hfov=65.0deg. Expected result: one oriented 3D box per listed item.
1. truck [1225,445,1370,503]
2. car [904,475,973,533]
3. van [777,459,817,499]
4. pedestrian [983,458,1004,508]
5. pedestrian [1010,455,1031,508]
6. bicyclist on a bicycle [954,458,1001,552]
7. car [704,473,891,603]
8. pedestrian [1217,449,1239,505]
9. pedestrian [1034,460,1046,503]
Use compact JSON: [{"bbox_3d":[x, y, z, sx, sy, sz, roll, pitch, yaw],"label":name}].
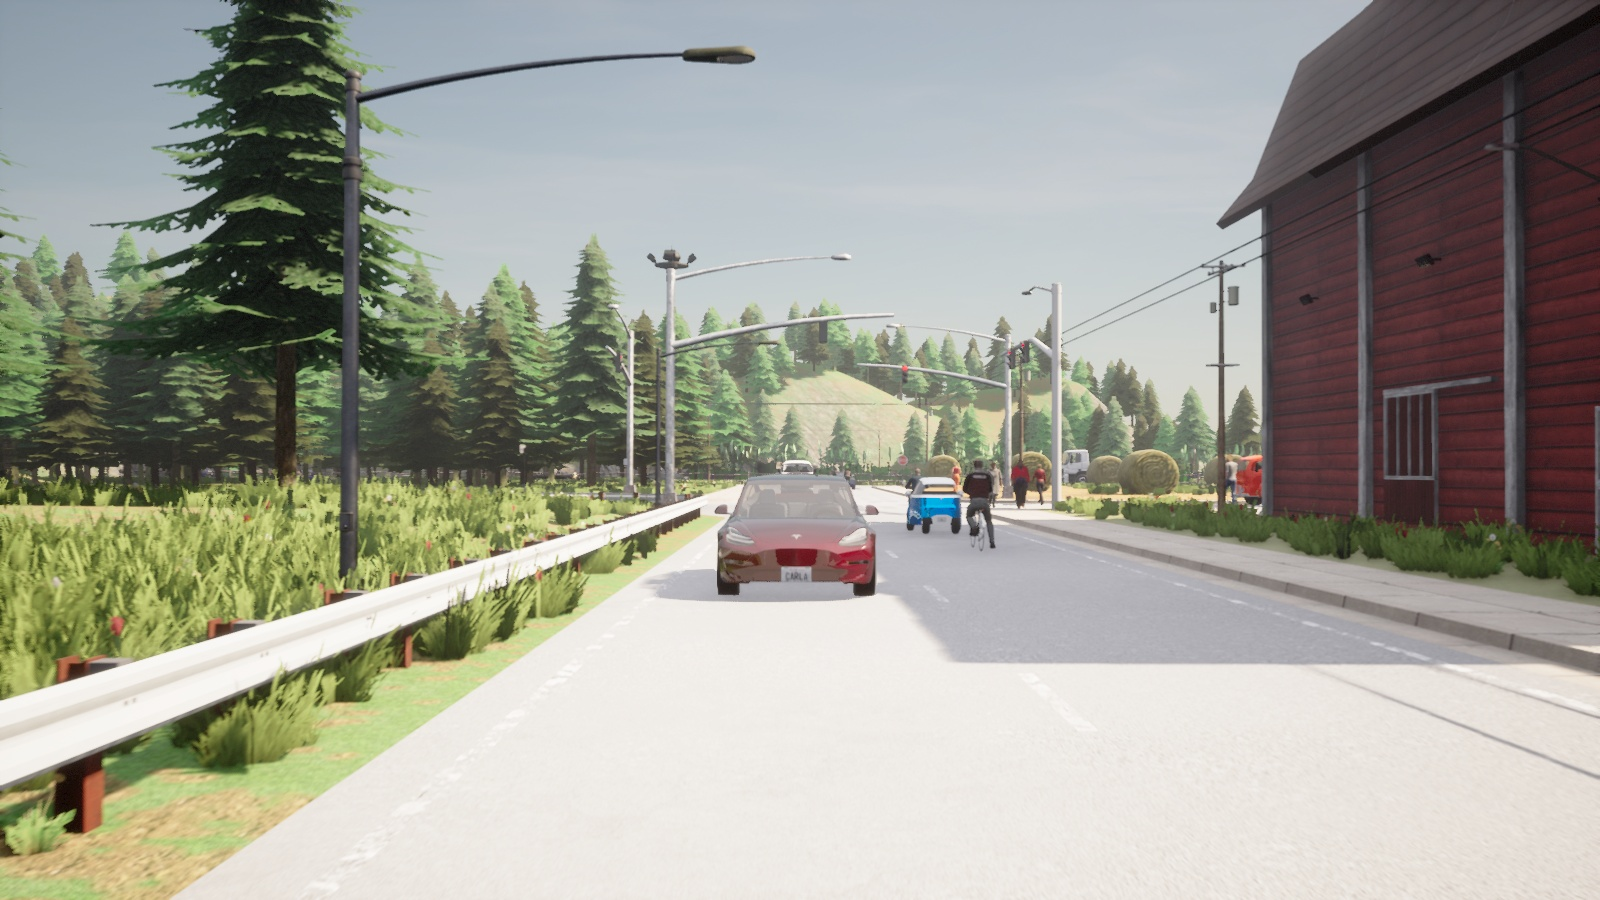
[{"bbox_3d":[21.531,1.037,54.518,5.204,2.467,2.627,0,-1,-1],"label":"truck"},{"bbox_3d":[3.432,1.331,31.478,1.481,1.376,2.207,0,-1,0],"label":"car"},{"bbox_3d":[-0.149,1.572,67.977,2.069,2.038,4.480,0,-1,0],"label":"van"},{"bbox_3d":[7.746,1.320,50.249,0.659,1.952,0.873,0,-1,-4],"label":"pedestrian"},{"bbox_3d":[7.784,1.099,44.293,0.634,1.844,0.899,0,-1,4],"label":"pedestrian"},{"bbox_3d":[3.446,1.041,24.498,0.659,1.776,1.843,0,-1,0],"label":"bicyclist on a bicycle"},{"bbox_3d":[-0.037,1.070,16.998,2.163,1.488,4.792,0,-1,0],"label":"car"},{"bbox_3d":[14.331,0.904,42.021,0.354,1.836,0.706,0,-1,-13],"label":"pedestrian"},{"bbox_3d":[10.434,1.375,54.577,0.331,1.846,0.636,0,-1,-4],"label":"pedestrian"}]
